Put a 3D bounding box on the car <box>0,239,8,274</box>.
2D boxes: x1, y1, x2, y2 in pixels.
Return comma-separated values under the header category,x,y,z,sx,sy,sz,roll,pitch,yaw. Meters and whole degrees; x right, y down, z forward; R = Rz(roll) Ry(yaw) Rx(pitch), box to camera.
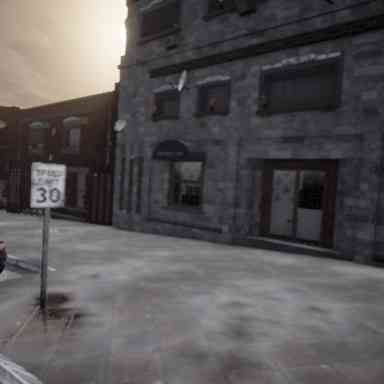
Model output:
category,x,y,z,sx,sy,sz,roll,pitch,yaw
car,-6.721,1.441,9.146,4.674,1.452,2.002,1,-2,40
